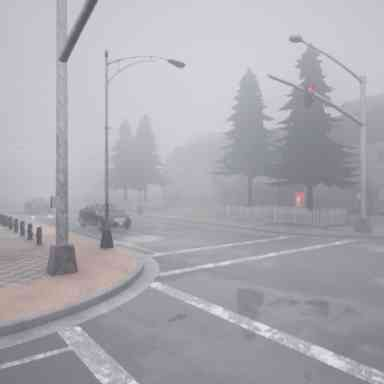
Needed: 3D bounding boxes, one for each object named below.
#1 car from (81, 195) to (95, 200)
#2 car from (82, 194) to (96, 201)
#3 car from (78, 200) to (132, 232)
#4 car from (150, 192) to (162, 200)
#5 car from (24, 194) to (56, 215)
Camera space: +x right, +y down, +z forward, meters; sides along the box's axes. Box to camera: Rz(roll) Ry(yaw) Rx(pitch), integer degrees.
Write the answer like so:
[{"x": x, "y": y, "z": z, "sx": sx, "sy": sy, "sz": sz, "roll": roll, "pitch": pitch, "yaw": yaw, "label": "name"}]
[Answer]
[{"x": -22.775, "y": 1.344, "z": 72.329, "sx": 1.845, "sy": 1.501, "sz": 3.633, "roll": 0, "pitch": 0, "yaw": -37, "label": "car"}, {"x": -24.814, "y": 1.349, "z": 80.062, "sx": 1.970, "sy": 1.475, "sz": 3.806, "roll": 0, "pitch": 0, "yaw": -37, "label": "car"}, {"x": -5.448, "y": 1.492, "z": 20.486, "sx": 2.128, "sy": 1.511, "sz": 4.902, "roll": 0, "pitch": 0, "yaw": -37, "label": "car"}, {"x": -7.784, "y": 1.031, "z": 83.311, "sx": 1.932, "sy": 1.855, "sz": 4.605, "roll": 0, "pitch": 0, "yaw": -37, "label": "car"}, {"x": -15.846, "y": 1.353, "z": 34.260, "sx": 2.097, "sy": 1.767, "sz": 4.553, "roll": 0, "pitch": 0, "yaw": -37, "label": "car"}]
